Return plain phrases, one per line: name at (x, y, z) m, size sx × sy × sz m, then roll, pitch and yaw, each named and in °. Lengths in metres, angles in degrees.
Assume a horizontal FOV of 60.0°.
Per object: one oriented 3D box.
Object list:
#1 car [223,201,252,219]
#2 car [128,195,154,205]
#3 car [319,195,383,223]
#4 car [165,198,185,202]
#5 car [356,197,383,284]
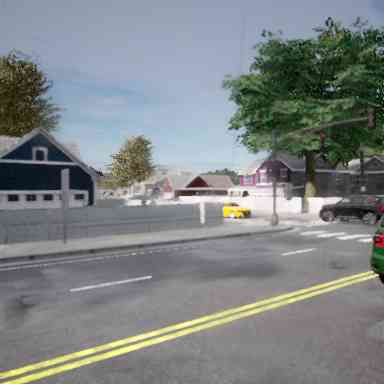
car at (3.410, 1.602, 30.665) m, size 1.882 × 1.535 × 5.008 m, roll 0°, pitch 0°, yaw -33°
car at (-7.118, 1.482, 48.060) m, size 2.150 × 2.045 × 5.566 m, roll 0°, pitch 0°, yaw -29°
car at (11.689, 1.254, 23.435) m, size 2.150 × 2.045 × 5.566 m, roll 0°, pitch 0°, yaw -28°
car at (-1.769, 1.542, 38.814) m, size 2.097 × 1.767 × 4.553 m, roll 0°, pitch 0°, yaw -31°
car at (6.558, 1.206, 8.167) m, size 5.566 × 2.045 × 2.150 m, roll 0°, pitch 0°, yaw -37°
